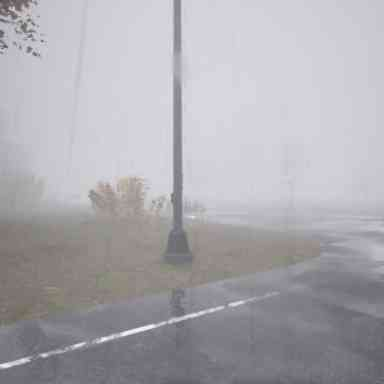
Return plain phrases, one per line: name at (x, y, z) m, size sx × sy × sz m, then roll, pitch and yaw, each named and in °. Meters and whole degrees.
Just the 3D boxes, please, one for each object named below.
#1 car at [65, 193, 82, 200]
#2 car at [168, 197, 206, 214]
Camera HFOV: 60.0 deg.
car at (-22.356, 0.861, 62.738) m, size 1.895 × 1.301 × 4.718 m, roll -1°, pitch 1°, yaw -34°
car at (-0.592, 1.240, 31.825) m, size 1.812 × 1.442 × 4.674 m, roll -1°, pitch 1°, yaw -35°
